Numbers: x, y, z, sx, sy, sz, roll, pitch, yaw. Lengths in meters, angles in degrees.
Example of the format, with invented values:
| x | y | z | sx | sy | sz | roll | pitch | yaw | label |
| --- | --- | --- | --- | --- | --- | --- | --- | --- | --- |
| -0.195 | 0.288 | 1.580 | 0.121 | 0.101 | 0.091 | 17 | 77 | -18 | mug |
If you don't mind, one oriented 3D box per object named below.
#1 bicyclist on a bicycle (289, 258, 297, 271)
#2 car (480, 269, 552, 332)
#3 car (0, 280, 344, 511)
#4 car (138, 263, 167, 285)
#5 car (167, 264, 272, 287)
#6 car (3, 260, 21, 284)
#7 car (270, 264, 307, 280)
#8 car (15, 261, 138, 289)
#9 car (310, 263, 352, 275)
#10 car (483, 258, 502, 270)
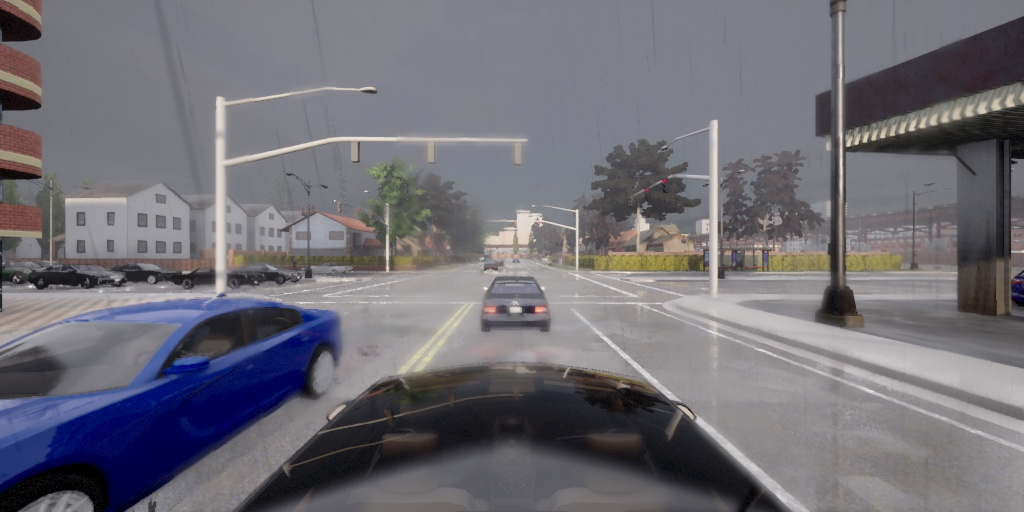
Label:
| x | y | z | sx | sy | sz | roll | pitch | yaw | label |
| --- | --- | --- | --- | --- | --- | --- | --- | --- | --- |
| -26.522 | 1.051 | 43.463 | 0.582 | 1.620 | 1.656 | 0 | 0 | 1 | bicyclist on a bicycle |
| 0.087 | 1.297 | 10.812 | 2.033 | 1.411 | 5.357 | 0 | 0 | 0 | car |
| -3.599 | 1.227 | 3.634 | 1.882 | 1.535 | 5.008 | 0 | 0 | 0 | car |
| -26.769 | 1.228 | 25.982 | 5.008 | 1.535 | 1.882 | 0 | 0 | 1 | car |
| -18.092 | 1.351 | 22.331 | 4.718 | 1.301 | 1.895 | 0 | 0 | 1 | car |
| -36.054 | 1.102 | 26.133 | 4.553 | 1.767 | 2.097 | 0 | 0 | 1 | car |
| -17.707 | 1.276 | 25.858 | 4.674 | 1.442 | 1.812 | 0 | 0 | 1 | car |
| -27.124 | 1.242 | 22.489 | 4.902 | 1.511 | 2.128 | 0 | 0 | 1 | car |
| -19.399 | 1.351 | 37.478 | 4.718 | 1.301 | 1.895 | 0 | 0 | 2 | car |
| -2.829 | 1.297 | 48.718 | 2.033 | 1.411 | 5.357 | 0 | 0 | 0 | car |
